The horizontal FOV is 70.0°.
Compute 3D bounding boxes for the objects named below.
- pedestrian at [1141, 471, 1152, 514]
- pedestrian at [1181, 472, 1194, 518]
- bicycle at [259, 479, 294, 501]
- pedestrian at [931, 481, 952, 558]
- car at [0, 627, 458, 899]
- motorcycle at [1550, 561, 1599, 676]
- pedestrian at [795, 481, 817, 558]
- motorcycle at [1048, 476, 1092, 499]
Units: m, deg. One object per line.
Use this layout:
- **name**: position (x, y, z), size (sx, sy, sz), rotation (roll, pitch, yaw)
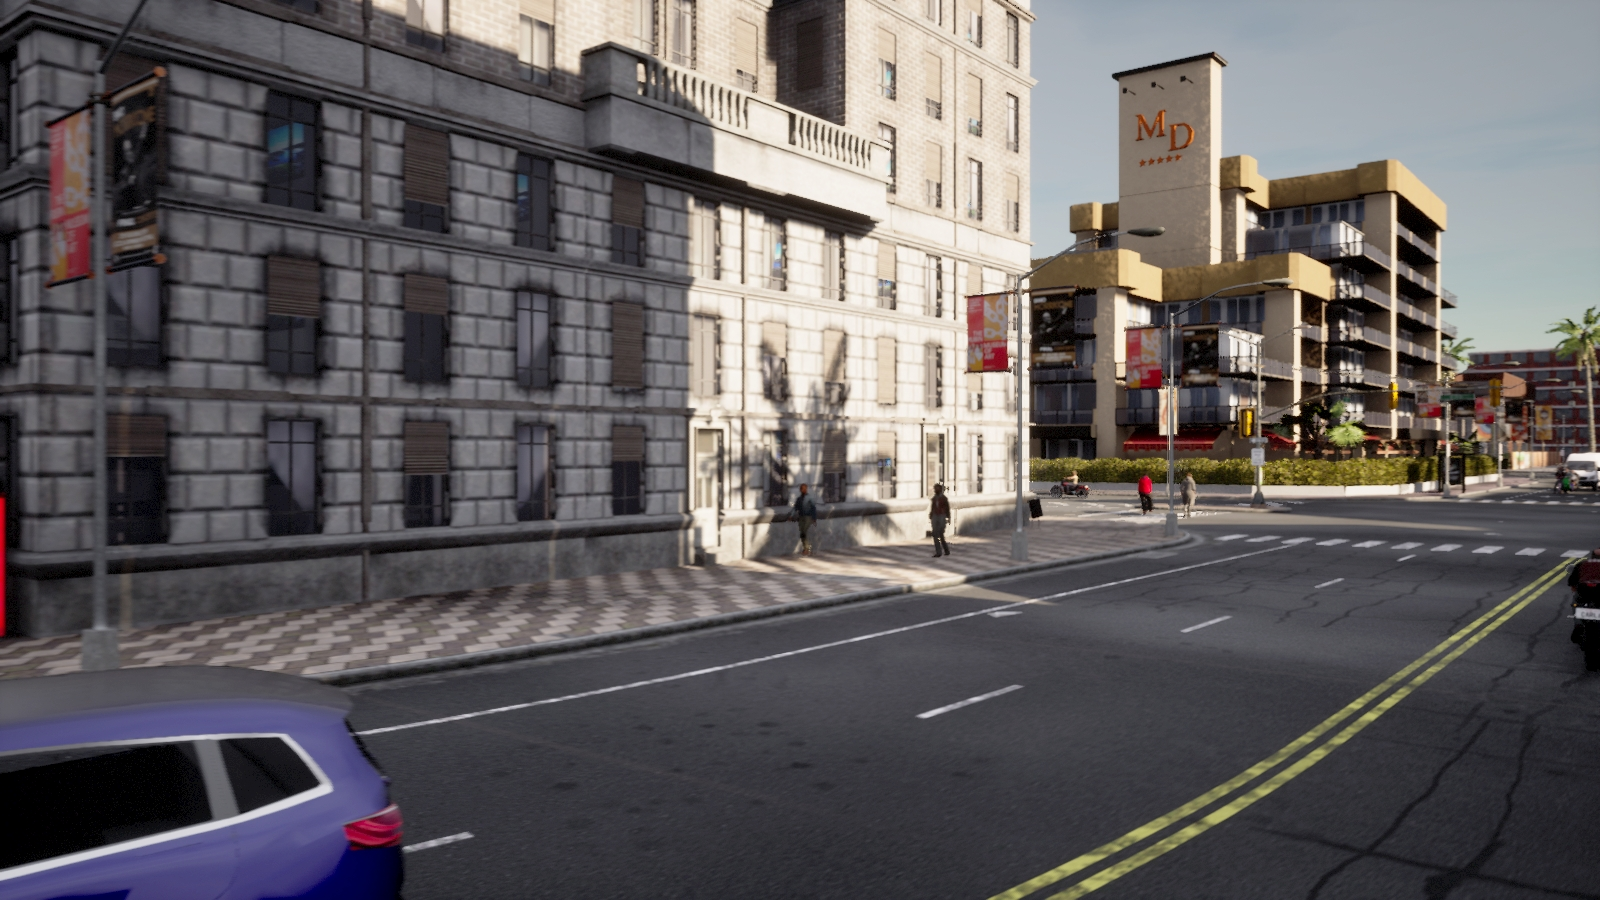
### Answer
- **pedestrian**: position (15.167, 1.862, 50.000), size (0.375, 1.860, 0.375), rotation (0, 0, 38)
- **pedestrian**: position (16.053, 1.862, 47.340), size (0.375, 1.860, 0.375), rotation (0, 0, 39)
- **bicycle**: position (-29.272, 2.240, 63.900), size (0.329, 1.171, 1.835), rotation (0, 0, 41)
- **pedestrian**: position (3.491, 1.705, 28.174), size (0.375, 1.860, 0.375), rotation (0, 0, 37)
- **car**: position (-4.164, 1.970, 4.991), size (4.611, 1.667, 2.242), rotation (0, 0, -38)
- **motorcycle**: position (10.658, 2.208, 15.211), size (0.867, 1.251, 2.209), rotation (0, 0, 40)
- **pedestrian**: position (0.144, 1.706, 28.028), size (0.375, 1.860, 0.375), rotation (0, 0, 37)
- **motorcycle**: position (15.639, 2.189, 66.241), size (2.356, 1.277, 0.764), rotation (0, 0, 41)
